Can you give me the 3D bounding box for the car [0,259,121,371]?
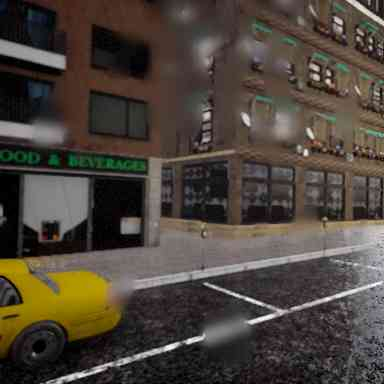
[{"bbox_3d":[-3.346,1.521,4.154,4.829,1.417,1.752,1,1,-35],"label":"car"}]
